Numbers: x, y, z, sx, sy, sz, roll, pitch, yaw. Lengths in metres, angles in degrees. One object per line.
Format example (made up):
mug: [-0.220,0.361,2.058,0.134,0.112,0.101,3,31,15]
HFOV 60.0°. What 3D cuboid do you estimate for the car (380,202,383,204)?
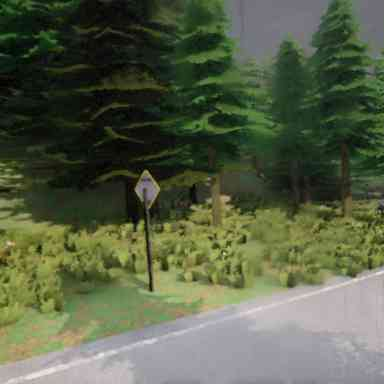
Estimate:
car: [29.218,2.203,50.071,2.097,1.767,4.553,-2,-2,33]
